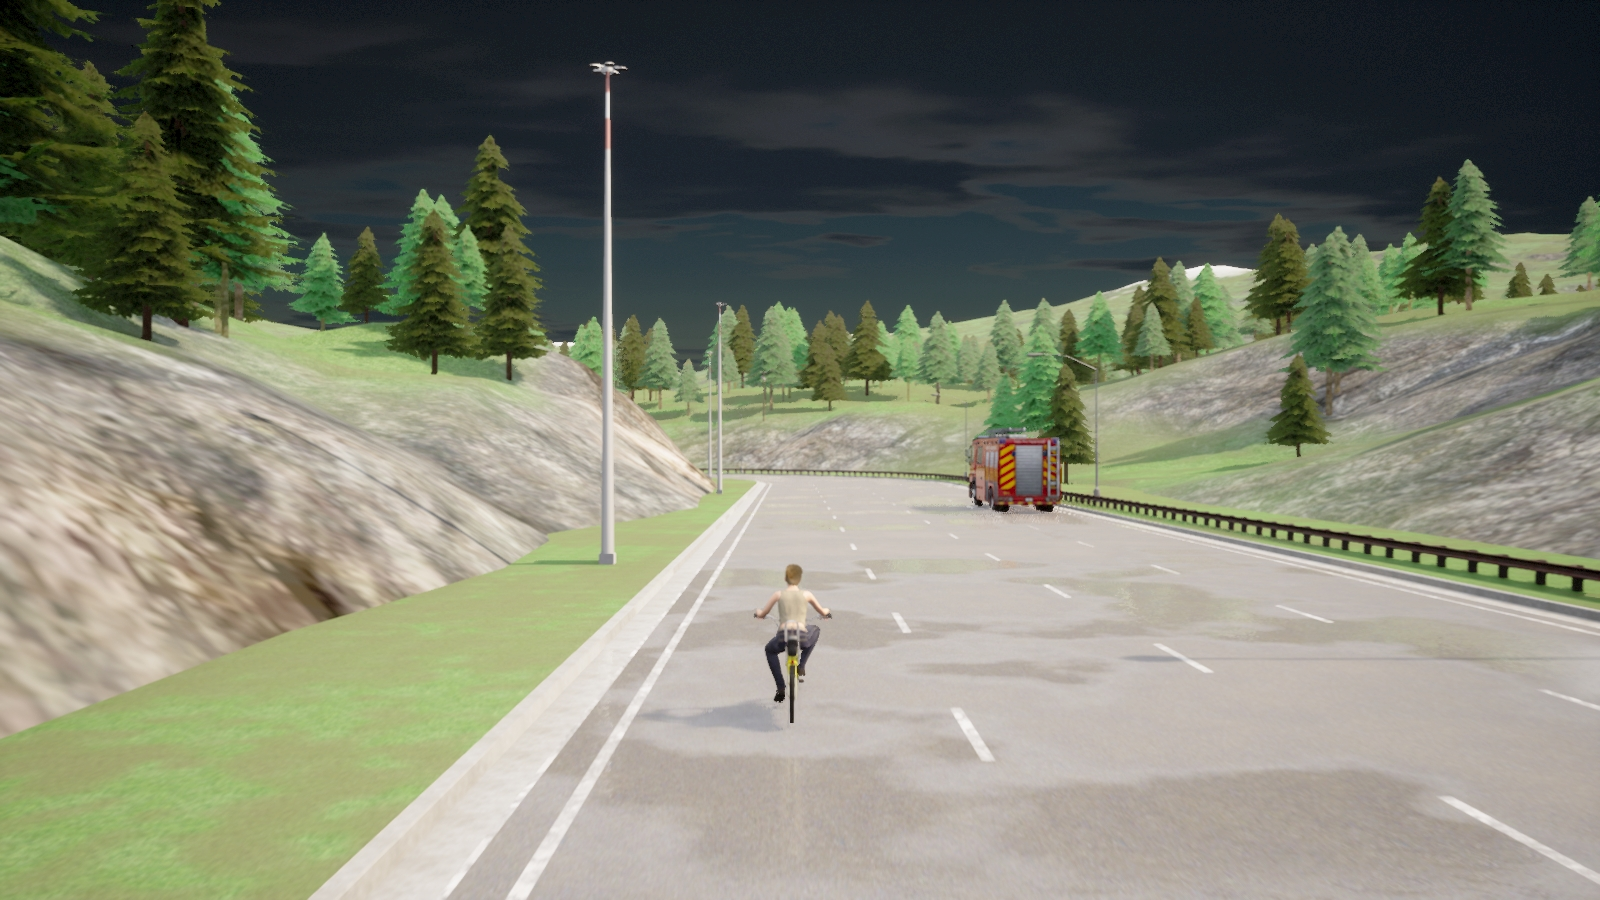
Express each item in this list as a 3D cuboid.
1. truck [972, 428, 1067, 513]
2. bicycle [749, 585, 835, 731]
[{"bbox_3d":[10.408,0.914,55.119,2.891,3.827,8.468,0,0,0],"label":"truck"},{"bbox_3d":[-0.077,2.164,12.153,0.859,1.276,1.487,0,0,0],"label":"bicycle"}]
